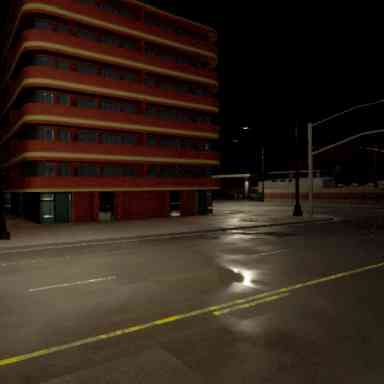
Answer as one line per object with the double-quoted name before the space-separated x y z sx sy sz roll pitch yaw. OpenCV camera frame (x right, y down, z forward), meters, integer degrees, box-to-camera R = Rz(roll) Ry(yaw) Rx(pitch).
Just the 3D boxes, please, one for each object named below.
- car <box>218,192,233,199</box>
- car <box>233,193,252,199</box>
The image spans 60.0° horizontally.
"car" 8.918 0.930 86.185 4.611 1.667 2.242 -1 1 -35
"car" 12.890 1.061 81.963 3.806 1.475 1.970 -1 1 -35
